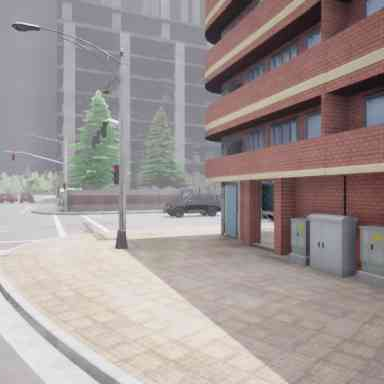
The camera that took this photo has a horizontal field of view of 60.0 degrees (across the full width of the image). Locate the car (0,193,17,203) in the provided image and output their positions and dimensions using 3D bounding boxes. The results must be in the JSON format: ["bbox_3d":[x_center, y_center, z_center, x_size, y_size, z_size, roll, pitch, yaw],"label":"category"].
[{"bbox_3d":[-37.966,1.225,68.479,2.150,2.045,5.566,0,0,-23],"label":"car"}]

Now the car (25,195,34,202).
[{"bbox_3d":[-38.721,1.524,79.253,1.812,1.442,4.674,0,0,-23],"label":"car"}]

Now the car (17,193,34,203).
[{"bbox_3d":[-34.599,1.225,69.503,2.150,2.045,5.566,0,0,-23],"label":"car"}]

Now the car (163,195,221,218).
[{"bbox_3d":[0.124,1.277,31.329,5.566,2.045,2.150,0,0,-22],"label":"car"}]

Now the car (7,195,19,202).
[{"bbox_3d":[-42.107,1.540,78.274,2.033,1.411,5.357,0,0,-23],"label":"car"}]
